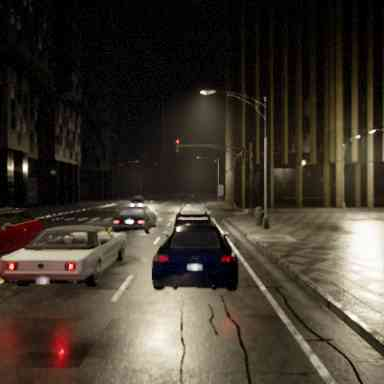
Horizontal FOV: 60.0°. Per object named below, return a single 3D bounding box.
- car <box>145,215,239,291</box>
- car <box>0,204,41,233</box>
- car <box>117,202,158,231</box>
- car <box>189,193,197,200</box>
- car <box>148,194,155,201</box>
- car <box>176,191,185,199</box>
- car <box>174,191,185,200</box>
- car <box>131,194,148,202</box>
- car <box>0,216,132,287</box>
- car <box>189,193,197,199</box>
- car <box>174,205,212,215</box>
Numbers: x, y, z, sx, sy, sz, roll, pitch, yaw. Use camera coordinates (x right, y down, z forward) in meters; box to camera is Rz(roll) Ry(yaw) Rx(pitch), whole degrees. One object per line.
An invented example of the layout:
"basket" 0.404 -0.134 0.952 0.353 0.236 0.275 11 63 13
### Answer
"car" 0.109 1.542 8.989 1.994 1.385 4.181 0 0 1
"car" -6.562 1.325 10.520 2.097 1.767 4.553 0 0 0
"car" -3.103 1.494 18.809 2.033 1.411 5.357 0 0 0
"car" 0.198 1.185 76.339 2.033 1.411 5.357 0 0 0
"car" -9.555 1.201 75.202 2.033 1.411 5.357 0 0 0
"car" -3.025 0.652 86.798 2.150 2.045 5.566 0 0 0
"car" -3.052 1.146 76.348 1.837 1.490 4.892 0 0 0
"car" -9.640 1.351 59.786 1.895 1.301 4.718 0 0 1
"car" -3.124 1.578 9.218 1.895 1.301 4.718 0 0 0
"car" 0.225 1.022 86.791 1.895 1.301 4.718 0 0 0
"car" 0.046 1.441 17.862 2.128 1.511 4.902 0 0 0
